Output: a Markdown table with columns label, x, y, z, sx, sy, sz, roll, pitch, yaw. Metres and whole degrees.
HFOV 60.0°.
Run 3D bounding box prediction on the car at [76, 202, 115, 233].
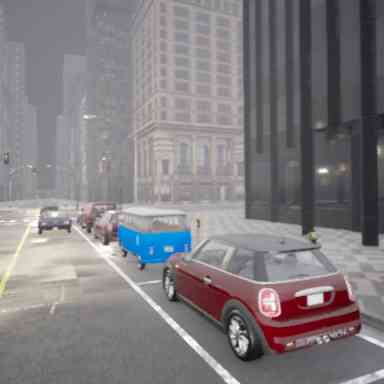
| label | x | y | z | sx | sy | sz | roll | pitch | yaw |
| --- | --- | --- | --- | --- | --- | --- | --- | --- | --- |
| car | -5.980 | 1.554 | 21.562 | 2.192 | 1.841 | 5.009 | -1 | 0 | -24 |

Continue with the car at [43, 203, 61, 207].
| label | x | y | z | sx | sy | sz | roll | pitch | yaw |
| --- | --- | --- | --- | --- | --- | --- | --- | --- | --- |
| car | -15.824 | 1.998 | 37.152 | 1.837 | 1.490 | 4.892 | -1 | 0 | -23 |

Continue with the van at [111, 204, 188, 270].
| label | x | y | z | sx | sy | sz | roll | pitch | yaw |
| --- | --- | --- | --- | --- | --- | --- | --- | --- | --- |
| van | -1.422 | 1.446 | 11.328 | 1.690 | 1.788 | 3.998 | -1 | 0 | -24 |

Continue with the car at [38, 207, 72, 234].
| label | x | y | z | sx | sy | sz | roll | pitch | yaw |
| --- | --- | --- | --- | --- | --- | --- | --- | --- | --- |
| car | -8.885 | 1.876 | 21.504 | 1.895 | 1.301 | 4.718 | -1 | 0 | -24 |

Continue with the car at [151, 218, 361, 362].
| label | x | y | z | sx | sy | sz | roll | pitch | yaw |
| --- | --- | --- | --- | --- | --- | --- | --- | --- | --- |
| car | 0.859 | 1.478 | 6.210 | 1.967 | 1.590 | 4.097 | -1 | 0 | -24 |

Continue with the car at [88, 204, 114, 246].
| label | x | y | z | sx | sy | sz | roll | pitch | yaw |
| --- | --- | --- | --- | --- | --- | --- | --- | --- | --- |
| car | -3.699 | 1.612 | 16.444 | 1.967 | 1.590 | 4.097 | -1 | 0 | -24 |
